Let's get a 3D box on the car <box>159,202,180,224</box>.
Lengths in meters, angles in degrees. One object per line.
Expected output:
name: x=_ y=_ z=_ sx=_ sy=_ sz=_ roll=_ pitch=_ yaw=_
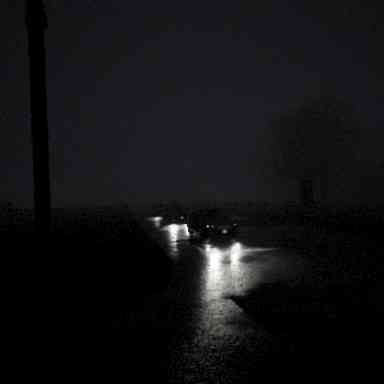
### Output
car: x=-1.259 y=1.863 z=28.047 sx=1.994 sy=1.385 sz=4.181 roll=-2 pitch=0 yaw=-14

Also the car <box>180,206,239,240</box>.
car: x=1.015 y=1.659 z=18.316 sx=2.128 sy=1.511 sz=4.902 roll=-2 pitch=0 yaw=-13

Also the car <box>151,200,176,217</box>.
car: x=-3.642 y=1.986 z=38.347 sx=2.033 sy=1.411 sz=5.357 roll=-2 pitch=0 yaw=-13

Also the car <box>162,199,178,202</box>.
car: x=-3.197 y=1.996 z=52.660 sx=1.837 sy=1.490 sz=4.892 roll=-2 pitch=0 yaw=-13
